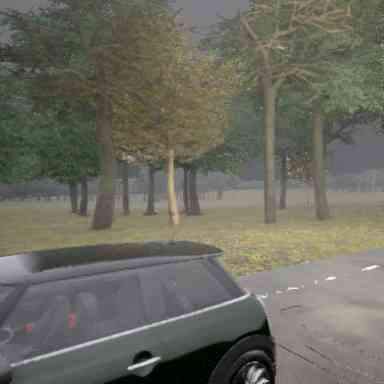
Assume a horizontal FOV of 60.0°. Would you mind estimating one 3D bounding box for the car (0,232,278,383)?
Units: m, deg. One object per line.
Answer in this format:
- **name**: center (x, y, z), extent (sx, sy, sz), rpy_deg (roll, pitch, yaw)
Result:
- **car**: center (-1.368, 1.348, 2.991), extent (4.553, 1.767, 2.097), rpy_deg (0, 0, -35)
